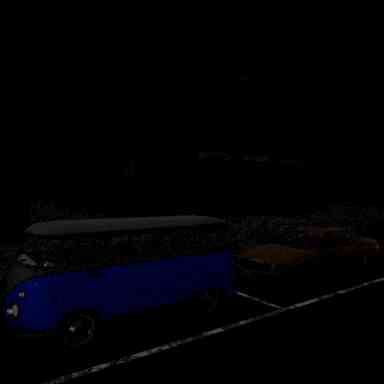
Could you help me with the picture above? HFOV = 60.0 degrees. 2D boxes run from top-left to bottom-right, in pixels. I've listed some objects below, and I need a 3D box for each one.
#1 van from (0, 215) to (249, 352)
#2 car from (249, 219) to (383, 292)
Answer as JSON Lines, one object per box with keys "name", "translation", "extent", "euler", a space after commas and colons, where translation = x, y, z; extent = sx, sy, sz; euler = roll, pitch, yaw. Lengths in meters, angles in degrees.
{"name": "van", "translation": [-1.079, 1.341, 5.877], "extent": [3.998, 1.788, 1.690], "euler": [0, 0, -35]}
{"name": "car", "translation": [3.216, 1.525, 8.927], "extent": [4.829, 1.417, 1.752], "euler": [0, 0, -35]}
